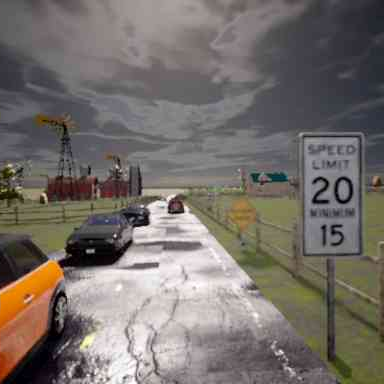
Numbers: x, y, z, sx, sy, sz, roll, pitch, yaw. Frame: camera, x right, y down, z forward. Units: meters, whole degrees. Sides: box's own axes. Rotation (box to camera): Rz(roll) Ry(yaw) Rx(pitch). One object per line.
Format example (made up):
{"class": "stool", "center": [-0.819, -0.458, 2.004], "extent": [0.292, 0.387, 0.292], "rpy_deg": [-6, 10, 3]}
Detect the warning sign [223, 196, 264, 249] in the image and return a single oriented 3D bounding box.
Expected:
{"class": "warning sign", "center": [1.875, 1.089, 12.301], "extent": [1.300, 1.860, 1.060], "rpy_deg": [0, 1, -3]}

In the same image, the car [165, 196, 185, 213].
{"class": "car", "center": [-1.826, 1.544, 37.710], "extent": [1.812, 1.442, 4.674], "rpy_deg": [-1, 0, -3]}

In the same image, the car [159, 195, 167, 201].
{"class": "car", "center": [-6.788, 1.412, 77.510], "extent": [2.128, 1.511, 4.902], "rpy_deg": [-1, 0, -3]}

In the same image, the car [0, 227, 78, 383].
{"class": "car", "center": [-2.957, 1.384, 3.473], "extent": [2.097, 1.767, 4.553], "rpy_deg": [-1, 0, -3]}

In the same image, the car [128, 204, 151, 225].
{"class": "car", "center": [-4.059, 1.605, 24.288], "extent": [1.994, 1.385, 4.181], "rpy_deg": [-1, 0, -3]}

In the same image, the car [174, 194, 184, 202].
{"class": "car", "center": [-3.103, 1.428, 78.119], "extent": [2.097, 1.767, 4.553], "rpy_deg": [-1, 0, -3]}

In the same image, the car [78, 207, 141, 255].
{"class": "car", "center": [-3.511, 1.583, 13.698], "extent": [2.033, 1.411, 5.357], "rpy_deg": [-1, 0, -3]}
